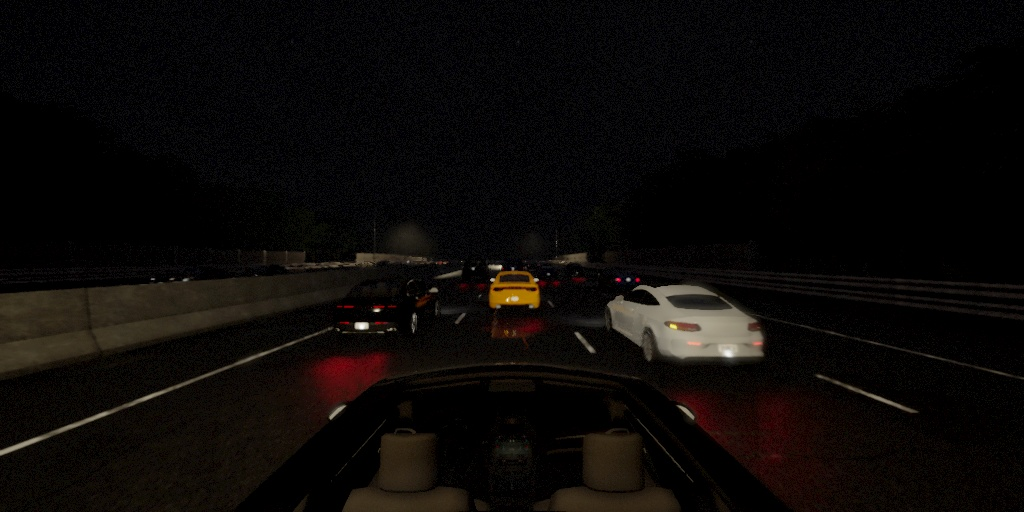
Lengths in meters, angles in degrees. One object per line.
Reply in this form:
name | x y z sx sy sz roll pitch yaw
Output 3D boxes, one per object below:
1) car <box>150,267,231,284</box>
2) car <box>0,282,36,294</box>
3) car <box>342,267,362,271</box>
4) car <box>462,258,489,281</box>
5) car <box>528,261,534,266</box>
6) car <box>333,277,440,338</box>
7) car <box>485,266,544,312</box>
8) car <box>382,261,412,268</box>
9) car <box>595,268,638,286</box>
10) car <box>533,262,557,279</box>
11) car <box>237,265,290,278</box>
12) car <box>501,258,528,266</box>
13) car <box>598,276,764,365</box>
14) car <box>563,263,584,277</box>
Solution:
car | -24.598 1.536 27.763 2.033 1.411 5.357 0 0 0
car | -17.600 1.459 10.943 1.895 1.301 4.718 0 -1 0
car | -14.100 1.609 31.013 1.895 1.301 4.718 0 0 0
car | -3.403 1.248 34.080 2.150 2.045 5.566 0 0 0
car | 3.496 1.683 59.782 1.994 1.385 4.181 0 0 0
car | -3.400 1.359 10.539 1.837 1.490 4.892 0 -1 0
car | 0.099 1.372 15.065 1.882 1.535 5.008 0 0 0
car | -17.557 1.602 55.032 2.128 1.511 4.902 0 0 1
car | 7.095 1.511 24.365 2.033 1.411 5.357 0 0 0
car | 3.498 1.566 36.577 1.812 1.442 4.674 0 0 0
car | -21.097 1.511 30.660 1.837 1.490 4.892 0 0 0
car | 0.098 1.250 34.459 2.150 2.045 5.566 0 0 0
car | 3.500 1.353 8.114 1.812 1.442 4.674 0 -1 0
car | 7.095 1.569 41.408 1.837 1.490 4.892 0 0 0
